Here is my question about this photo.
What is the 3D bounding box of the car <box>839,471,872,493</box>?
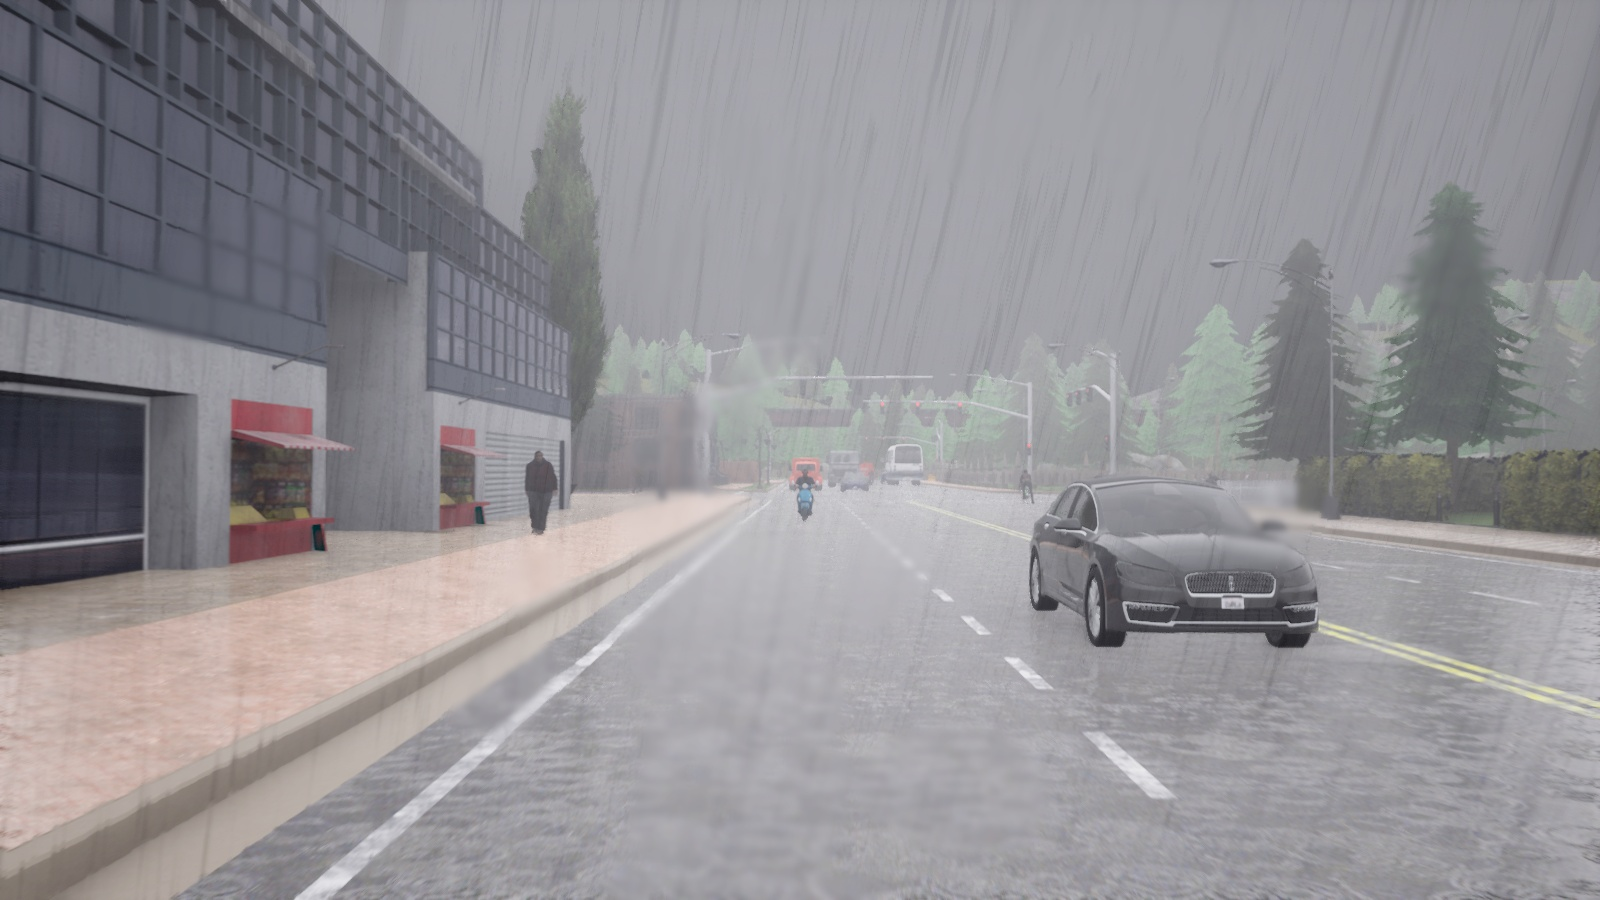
[{"bbox_3d":[3.939,2.254,89.757,2.163,1.488,4.792,0,-1,0],"label":"car"}]

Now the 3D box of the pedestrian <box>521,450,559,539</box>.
[{"bbox_3d":[-5.500,0.925,26.579,0.634,1.844,0.899,0,-1,-1],"label":"pedestrian"}]

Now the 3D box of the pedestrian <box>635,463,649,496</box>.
[{"bbox_3d":[-8.707,1.629,69.209,0.709,1.840,0.431,0,-1,-6],"label":"pedestrian"}]

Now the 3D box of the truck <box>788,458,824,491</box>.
[{"bbox_3d":[0.467,1.875,95.584,2.627,2.467,5.204,0,-1,0],"label":"truck"}]

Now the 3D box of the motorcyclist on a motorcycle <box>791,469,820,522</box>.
[{"bbox_3d":[0.173,1.394,38.719,0.866,1.590,1.817,0,-1,0],"label":"motorcyclist on a motorcycle"}]

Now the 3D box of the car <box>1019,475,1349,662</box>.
[{"bbox_3d":[3.535,1.009,12.626,1.837,1.490,4.892,0,-1,0],"label":"car"}]
